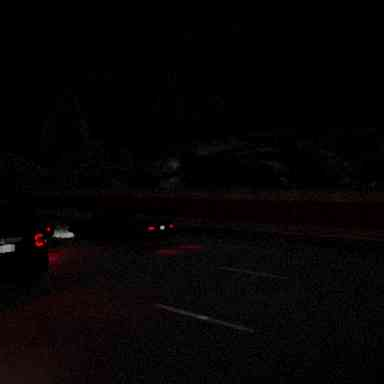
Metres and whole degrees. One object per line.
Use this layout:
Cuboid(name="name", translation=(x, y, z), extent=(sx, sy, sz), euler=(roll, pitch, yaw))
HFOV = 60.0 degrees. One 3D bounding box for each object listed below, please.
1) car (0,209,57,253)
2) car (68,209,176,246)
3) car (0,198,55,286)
Cuboid(name="car", translation=(-7.867, 1.487, 13.855), extent=(4.718, 1.301, 1.895), euler=(1, 0, 36))
Cuboid(name="car", translation=(-3.230, 1.459, 14.829), extent=(5.357, 1.411, 2.033), euler=(1, 0, 36))
Cuboid(name="car", translation=(-5.739, 1.151, 8.010), extent=(5.566, 2.045, 2.150), euler=(1, 1, 36))
